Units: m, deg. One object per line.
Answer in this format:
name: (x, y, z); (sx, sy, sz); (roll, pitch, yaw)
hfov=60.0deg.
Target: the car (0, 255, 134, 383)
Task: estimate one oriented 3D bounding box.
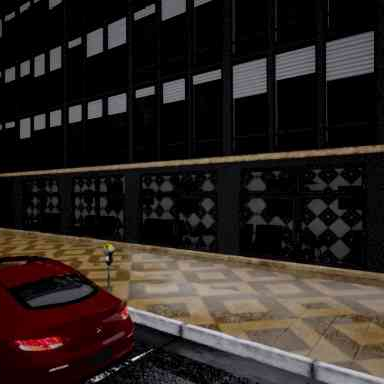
car: (-2.644, 1.582, 4.713); (4.206, 1.307, 1.802); (0, 0, 35)
